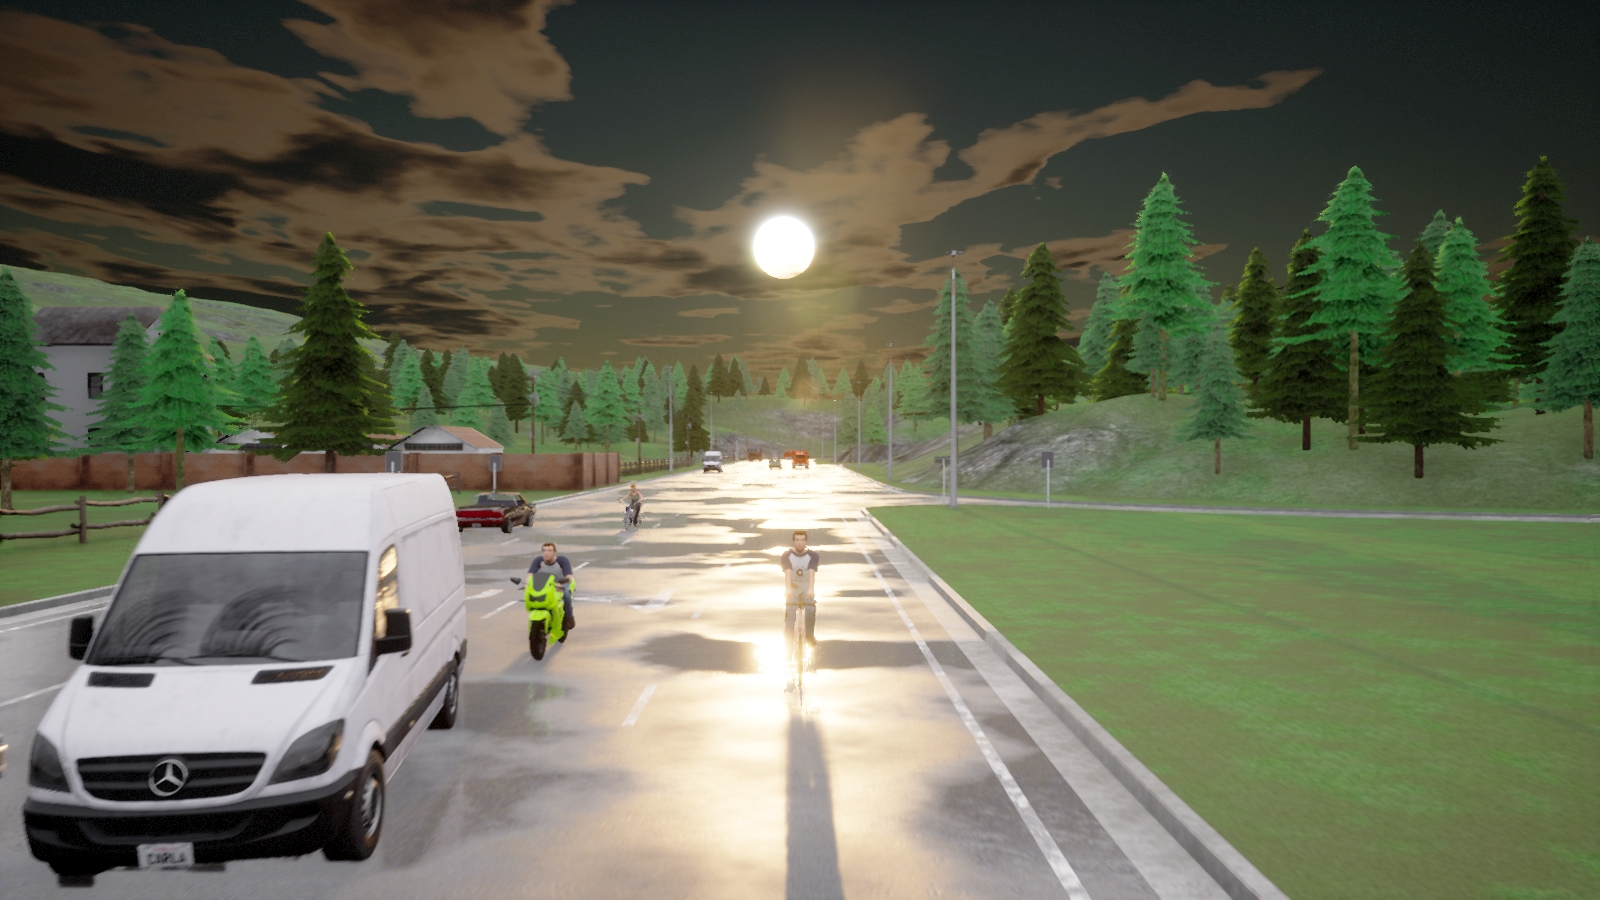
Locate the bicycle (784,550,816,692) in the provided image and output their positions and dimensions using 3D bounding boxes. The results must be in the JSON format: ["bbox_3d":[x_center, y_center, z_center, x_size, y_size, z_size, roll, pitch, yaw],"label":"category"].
[{"bbox_3d":[0.000,2.045,14.008,0.373,1.496,1.643,0,0,0],"label":"bicycle"}]

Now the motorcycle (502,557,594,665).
[{"bbox_3d":[-3.442,2.174,15.766,0.803,1.199,2.033,0,0,1],"label":"motorcycle"}]

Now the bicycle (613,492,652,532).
[{"bbox_3d":[-5.772,2.130,39.427,0.859,1.277,1.487,0,0,12],"label":"bicycle"}]

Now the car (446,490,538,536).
[{"bbox_3d":[-10.503,2.126,39.275,1.895,1.301,4.718,0,0,0],"label":"car"}]

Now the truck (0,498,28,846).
[{"bbox_3d":[-7.000,1.569,5.811,2.627,2.467,5.204,0,0,0],"label":"truck"}]

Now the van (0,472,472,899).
[{"bbox_3d":[-4.206,1.527,9.684,1.988,2.561,5.915,0,0,-9],"label":"van"}]
